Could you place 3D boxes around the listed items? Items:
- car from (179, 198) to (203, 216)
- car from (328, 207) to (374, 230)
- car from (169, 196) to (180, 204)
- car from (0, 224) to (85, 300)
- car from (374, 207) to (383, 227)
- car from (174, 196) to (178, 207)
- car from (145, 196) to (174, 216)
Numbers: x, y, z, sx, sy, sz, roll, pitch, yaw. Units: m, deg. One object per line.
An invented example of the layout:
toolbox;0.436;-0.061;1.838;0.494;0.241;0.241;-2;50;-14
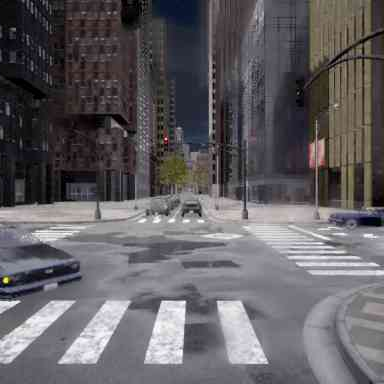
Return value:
car;-0.039;1.502;32.360;1.837;1.490;4.892;0;0;0
car;11.029;1.602;20.629;4.718;1.301;1.895;0;0;0
car;-3.257;1.475;62.708;1.882;1.535;5.008;0;0;0
car;-5.051;1.550;8.312;5.357;1.411;2.033;0;0;35
car;13.018;1.232;17.377;5.566;2.045;2.150;0;0;0
car;-3.226;1.489;42.145;2.128;1.511;4.902;0;0;0
car;-3.203;1.350;32.095;2.097;1.767;4.553;0;0;0
